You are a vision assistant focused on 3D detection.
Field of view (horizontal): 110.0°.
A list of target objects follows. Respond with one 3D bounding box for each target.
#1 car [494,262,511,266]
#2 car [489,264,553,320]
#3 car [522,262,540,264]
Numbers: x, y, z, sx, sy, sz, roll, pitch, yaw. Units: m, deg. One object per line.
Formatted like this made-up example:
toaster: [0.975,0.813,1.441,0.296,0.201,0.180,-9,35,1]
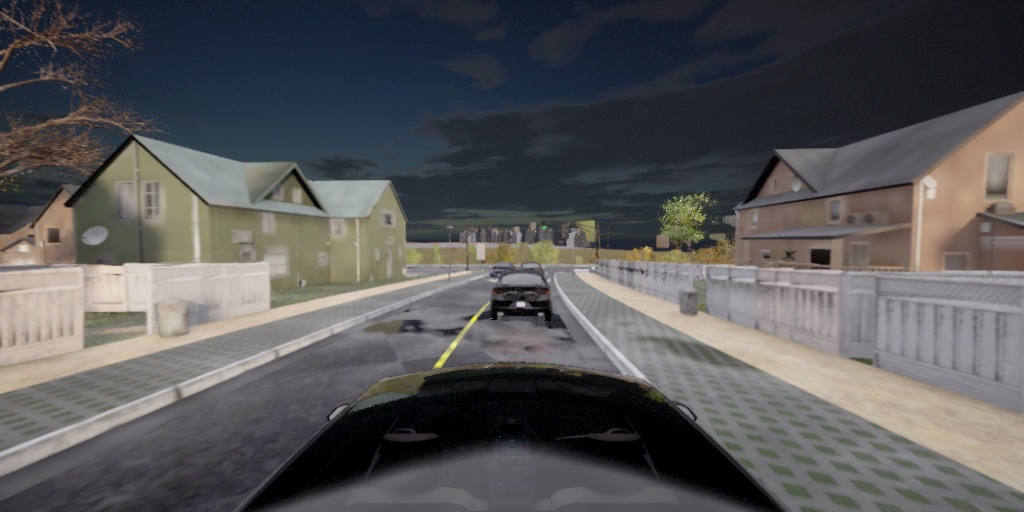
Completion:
car: [-0.751,1.242,33.255,2.033,1.411,5.357,0,0,7]
car: [0.370,1.205,12.564,1.882,1.535,5.008,0,0,3]
car: [1.513,1.193,27.853,1.882,1.535,5.008,0,0,6]
